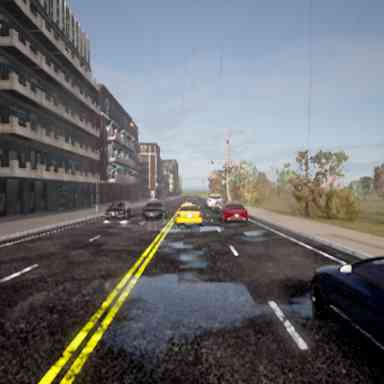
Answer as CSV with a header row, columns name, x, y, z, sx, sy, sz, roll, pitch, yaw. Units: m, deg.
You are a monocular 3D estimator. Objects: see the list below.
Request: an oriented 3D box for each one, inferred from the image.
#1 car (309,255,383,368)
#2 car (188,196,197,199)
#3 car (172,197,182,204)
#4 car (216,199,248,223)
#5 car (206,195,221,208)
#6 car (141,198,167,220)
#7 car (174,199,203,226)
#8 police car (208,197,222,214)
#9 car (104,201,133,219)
name,x,y,z,sx,sy,sz,roll,pitch,yaw
car,3.256,1.584,4.793,1.994,1.385,4.181,0,0,0
car,0.089,1.683,74.508,2.097,1.767,4.553,0,0,0
car,-3.167,1.774,70.382,1.994,1.385,4.181,0,0,0
car,3.282,1.590,26.794,1.882,1.535,5.008,0,0,0
car,3.308,1.430,48.826,2.150,2.045,5.566,0,0,0
car,-3.314,1.602,29.796,1.882,1.535,5.008,0,0,0
car,-0.220,1.557,24.182,1.801,1.575,5.366,0,0,-2
police car,3.295,1.665,37.795,2.038,1.542,4.974,0,0,0
car,-6.563,1.631,30.184,1.837,1.490,4.892,0,0,0
